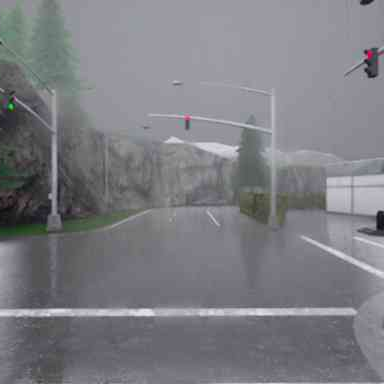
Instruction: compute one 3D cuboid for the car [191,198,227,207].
[{"bbox_3d":[2.535,1.532,49.852,5.357,1.411,2.033,0,0,-14],"label":"car"}]
